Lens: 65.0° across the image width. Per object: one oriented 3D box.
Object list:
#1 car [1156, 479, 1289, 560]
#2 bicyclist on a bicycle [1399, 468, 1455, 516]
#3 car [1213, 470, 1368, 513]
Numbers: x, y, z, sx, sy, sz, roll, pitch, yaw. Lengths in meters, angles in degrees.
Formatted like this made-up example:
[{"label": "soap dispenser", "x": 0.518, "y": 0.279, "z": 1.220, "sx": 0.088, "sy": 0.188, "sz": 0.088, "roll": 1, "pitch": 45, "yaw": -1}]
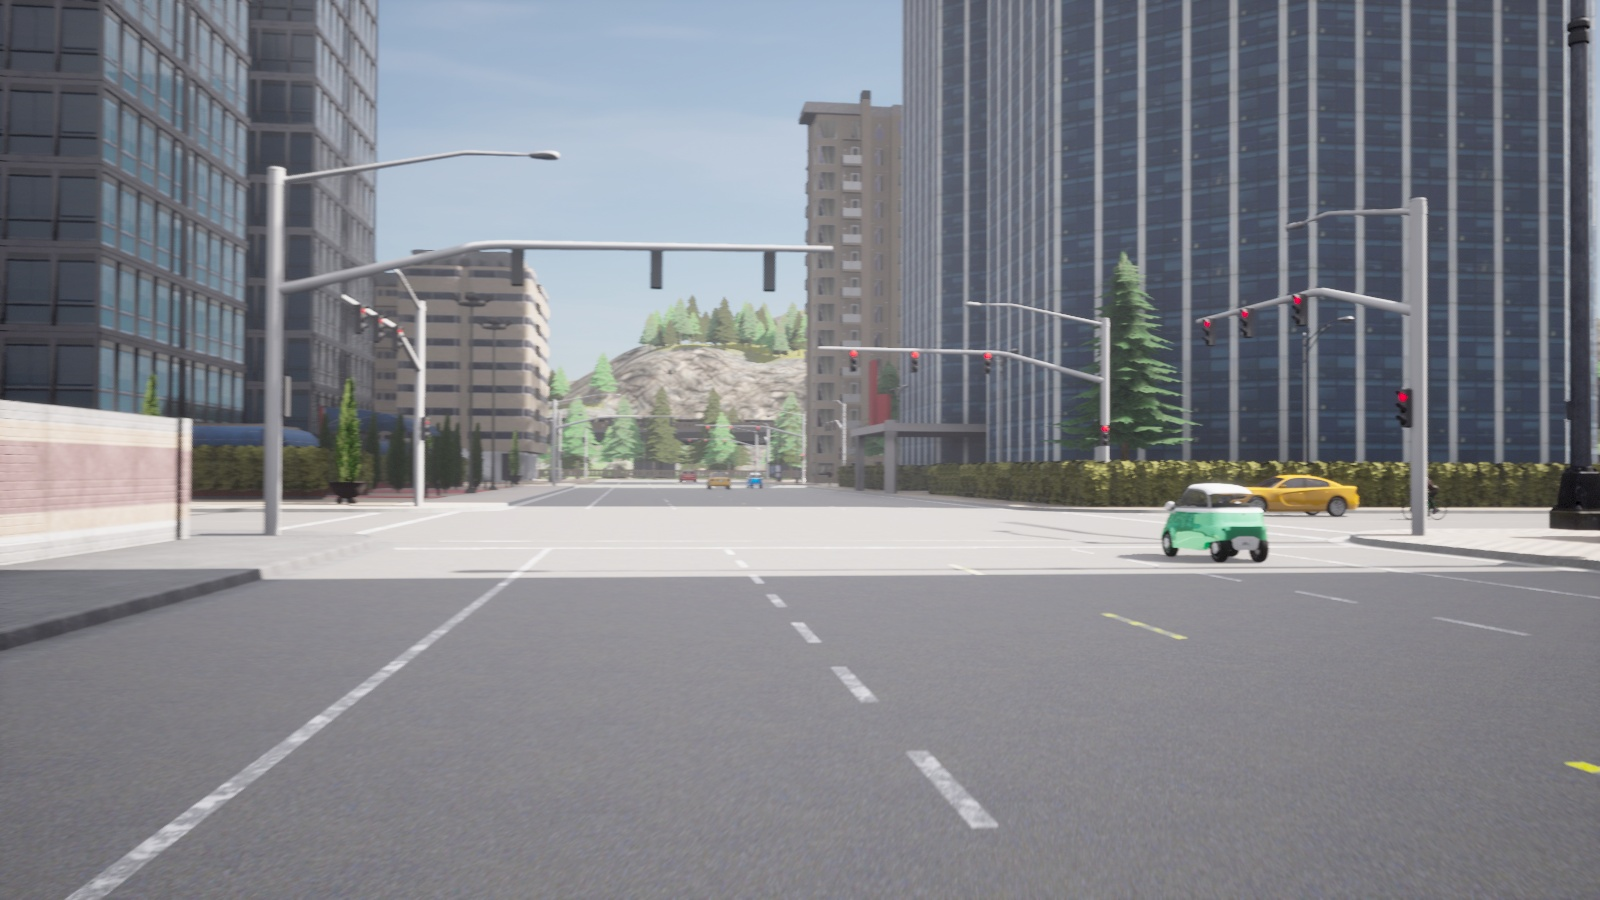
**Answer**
[{"label": "car", "x": 7.660, "y": 1.232, "z": 22.921, "sx": 1.481, "sy": 1.376, "sz": 2.207, "roll": 0, "pitch": -1, "yaw": -7}, {"label": "bicyclist on a bicycle", "x": 21.490, "y": 1.428, "z": 43.060, "sx": 1.656, "sy": 1.620, "sz": 0.582, "roll": 0, "pitch": -1, "yaw": -7}, {"label": "car", "x": 17.990, "y": 1.515, "z": 46.154, "sx": 5.008, "sy": 1.535, "sz": 1.882, "roll": 0, "pitch": -1, "yaw": -7}]
